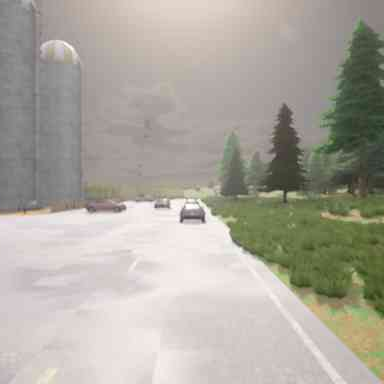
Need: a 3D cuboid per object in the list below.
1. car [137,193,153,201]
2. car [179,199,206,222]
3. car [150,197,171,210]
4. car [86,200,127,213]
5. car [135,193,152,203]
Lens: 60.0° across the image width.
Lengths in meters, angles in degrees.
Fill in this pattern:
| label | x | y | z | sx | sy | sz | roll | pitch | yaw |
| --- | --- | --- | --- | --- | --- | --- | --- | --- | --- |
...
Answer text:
| label | x | y | z | sx | sy | sz | roll | pitch | yaw |
| --- | --- | --- | --- | --- | --- | --- | --- | --- | --- |
| car | -12.089 | 1.239 | 85.548 | 3.866 | 1.878 | 1.905 | 0 | 0 | -31 |
| car | 0.029 | 1.528 | 26.250 | 1.994 | 1.385 | 4.181 | 0 | 0 | 0 |
| car | -3.654 | 1.506 | 41.767 | 1.994 | 1.385 | 4.181 | 0 | 0 | 0 |
| car | -9.138 | 1.500 | 35.700 | 4.181 | 1.381 | 1.994 | 0 | 0 | -1 |
| car | -9.696 | 1.388 | 68.707 | 3.988 | 1.617 | 1.851 | 0 | 0 | -1 |
